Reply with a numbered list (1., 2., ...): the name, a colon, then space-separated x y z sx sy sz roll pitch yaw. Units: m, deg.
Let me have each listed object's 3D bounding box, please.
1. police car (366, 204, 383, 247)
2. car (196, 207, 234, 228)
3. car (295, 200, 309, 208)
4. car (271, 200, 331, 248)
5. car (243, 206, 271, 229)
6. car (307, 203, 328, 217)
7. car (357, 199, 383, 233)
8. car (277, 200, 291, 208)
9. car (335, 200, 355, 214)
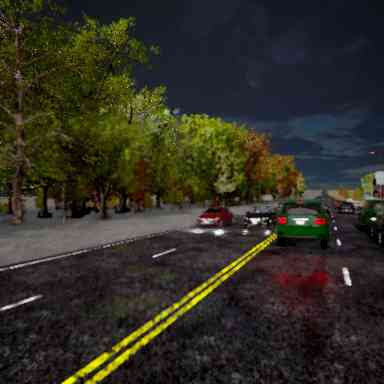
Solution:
1. police car: 9.793 1.615 15.855 1.930 1.638 5.238 0 -1 22
2. car: 1.874 1.843 25.097 1.812 1.442 4.674 0 -1 22
3. car: 20.664 2.262 62.317 2.033 1.411 5.357 0 -1 23
4. car: 5.517 1.420 16.298 2.150 2.045 5.566 0 -1 22
5. car: 5.101 1.795 24.404 2.128 1.511 4.902 0 -1 22
6. car: 14.545 2.002 38.422 2.033 1.411 5.357 0 -1 24
7. car: 12.029 1.478 21.338 2.150 2.045 5.566 0 -1 22
8. car: 17.494 2.293 63.175 1.994 1.385 4.181 0 -1 23
9. car: 19.686 1.999 42.558 1.837 1.490 4.892 0 -1 23
